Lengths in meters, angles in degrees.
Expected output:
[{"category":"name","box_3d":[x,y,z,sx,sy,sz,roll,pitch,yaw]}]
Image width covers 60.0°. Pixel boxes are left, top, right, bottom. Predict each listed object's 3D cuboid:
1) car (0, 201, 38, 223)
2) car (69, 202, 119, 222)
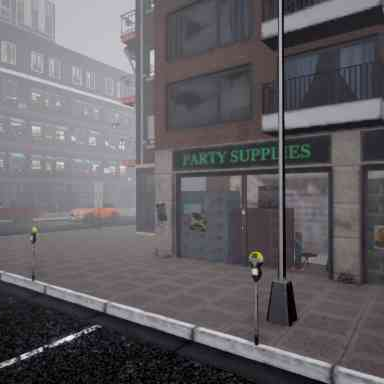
[{"category":"car","box_3d":[-14.952,1.609,26.714,2.192,1.841,5.009,-1,-2,35]},{"category":"car","box_3d":[-9.005,1.757,30.690,2.097,1.767,4.553,0,-1,35]}]
